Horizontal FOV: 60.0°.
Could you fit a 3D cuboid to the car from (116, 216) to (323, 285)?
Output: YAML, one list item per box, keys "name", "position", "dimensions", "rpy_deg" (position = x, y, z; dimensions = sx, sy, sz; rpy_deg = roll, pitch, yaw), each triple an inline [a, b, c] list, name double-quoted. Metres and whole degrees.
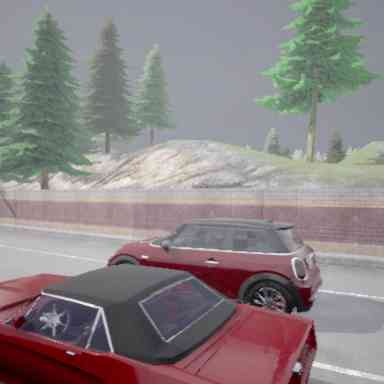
- name: "car"
  position: [0.343, 1.352, 7.205]
  dimensions: [4.553, 1.767, 2.097]
  rpy_deg: [0, 0, 28]

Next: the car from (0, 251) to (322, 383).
- name: "car"
  position: [-1.106, 1.600, 3.970]
  dimensions: [4.718, 1.301, 1.895]
  rpy_deg: [0, 0, 28]
